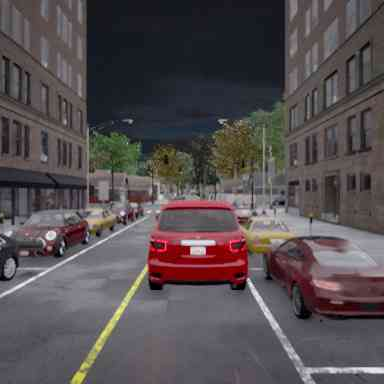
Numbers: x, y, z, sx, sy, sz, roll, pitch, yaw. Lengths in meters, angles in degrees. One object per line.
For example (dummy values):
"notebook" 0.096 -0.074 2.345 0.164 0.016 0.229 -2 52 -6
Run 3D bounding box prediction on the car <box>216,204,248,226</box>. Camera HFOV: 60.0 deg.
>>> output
"car" 2.732 1.563 23.598 1.802 1.307 4.206 0 0 0

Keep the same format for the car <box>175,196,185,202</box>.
"car" -2.725 1.537 74.370 1.994 1.385 4.181 0 0 0

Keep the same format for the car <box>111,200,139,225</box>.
"car" -5.293 1.421 23.631 1.967 1.590 4.097 0 0 0

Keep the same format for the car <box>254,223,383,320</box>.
"car" 2.660 1.574 7.044 1.802 1.307 4.206 0 0 0

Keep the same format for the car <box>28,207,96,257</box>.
"car" -5.341 1.428 12.594 1.967 1.590 4.097 0 0 0

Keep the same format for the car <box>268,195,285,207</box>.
"car" 13.586 1.231 48.785 4.553 1.767 2.097 0 0 0

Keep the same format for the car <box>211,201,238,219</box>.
"car" 2.756 1.544 29.117 1.947 1.339 4.313 0 0 0

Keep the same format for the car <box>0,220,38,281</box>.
"car" -5.364 1.543 7.075 2.008 1.369 4.403 0 0 0

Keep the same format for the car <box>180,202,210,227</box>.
"car" 0.197 1.485 23.269 1.837 1.490 4.892 0 0 0

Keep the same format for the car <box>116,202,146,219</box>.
"car" -5.269 1.560 29.150 1.802 1.307 4.206 0 0 0

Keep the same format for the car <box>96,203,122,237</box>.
"car" -5.318 1.510 17.942 1.752 1.417 4.829 0 0 0

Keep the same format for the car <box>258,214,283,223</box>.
"car" 2.685 1.513 12.732 1.752 1.417 4.829 0 0 0

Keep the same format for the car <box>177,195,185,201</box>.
"car" -2.707 1.516 84.620 1.812 1.442 4.674 0 0 0

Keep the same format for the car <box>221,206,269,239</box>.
"car" 2.708 1.529 18.080 1.887 1.381 4.507 0 0 0

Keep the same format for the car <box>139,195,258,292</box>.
"car" 0.130 1.213 9.073 2.150 2.045 5.566 0 0 0

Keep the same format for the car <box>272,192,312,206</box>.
"car" 15.650 1.086 52.057 5.566 2.045 2.150 0 0 -1

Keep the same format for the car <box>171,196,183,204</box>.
"car" -2.780 1.527 64.481 2.033 1.411 5.357 0 0 1
